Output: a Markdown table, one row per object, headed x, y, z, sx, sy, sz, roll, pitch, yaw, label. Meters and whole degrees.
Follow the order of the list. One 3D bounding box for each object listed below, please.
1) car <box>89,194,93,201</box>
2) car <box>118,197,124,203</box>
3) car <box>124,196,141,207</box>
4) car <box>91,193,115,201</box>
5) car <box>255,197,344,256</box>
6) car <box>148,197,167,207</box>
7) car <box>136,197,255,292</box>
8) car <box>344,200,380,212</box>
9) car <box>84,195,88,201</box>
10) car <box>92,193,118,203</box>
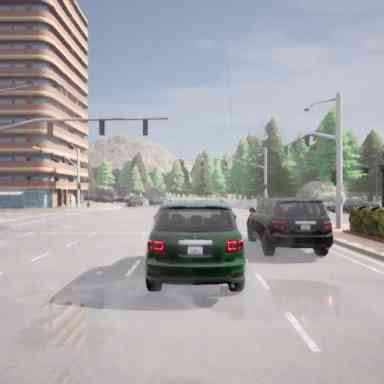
| x | y | z | sx | sy | sz | roll | pitch | yaw | label |
| --- | --- | --- | --- | --- | --- | --- | --- | --- | --- |
| -24.168 | 1.324 | 79.197 | 4.553 | 1.767 | 2.097 | 0 | 0 | 24 | car |
| -13.465 | 1.572 | 66.971 | 1.895 | 1.301 | 4.718 | 0 | 0 | -41 | car |
| -8.629 | 1.333 | 50.390 | 2.097 | 1.767 | 4.553 | 0 | 0 | -16 | car |
| -22.040 | 1.193 | 82.067 | 5.566 | 2.045 | 2.150 | 0 | 0 | 24 | car |
| 3.614 | 1.217 | 13.212 | 2.150 | 2.045 | 5.566 | 0 | 0 | 0 | car |
| -5.559 | 1.527 | 52.845 | 2.033 | 1.411 | 5.357 | 0 | 0 | -18 | car |
| 0.087 | 1.218 | 9.076 | 2.150 | 2.045 | 5.566 | 0 | 0 | 0 | car |
| 17.307 | 1.589 | 35.789 | 5.357 | 1.411 | 2.033 | 0 | 0 | 1 | car |
| -26.647 | 1.499 | 76.493 | 4.181 | 1.385 | 1.994 | 0 | 0 | 24 | car |
| -17.212 | 1.479 | 65.710 | 1.837 | 1.490 | 4.892 | 0 | 0 | -43 | car |
